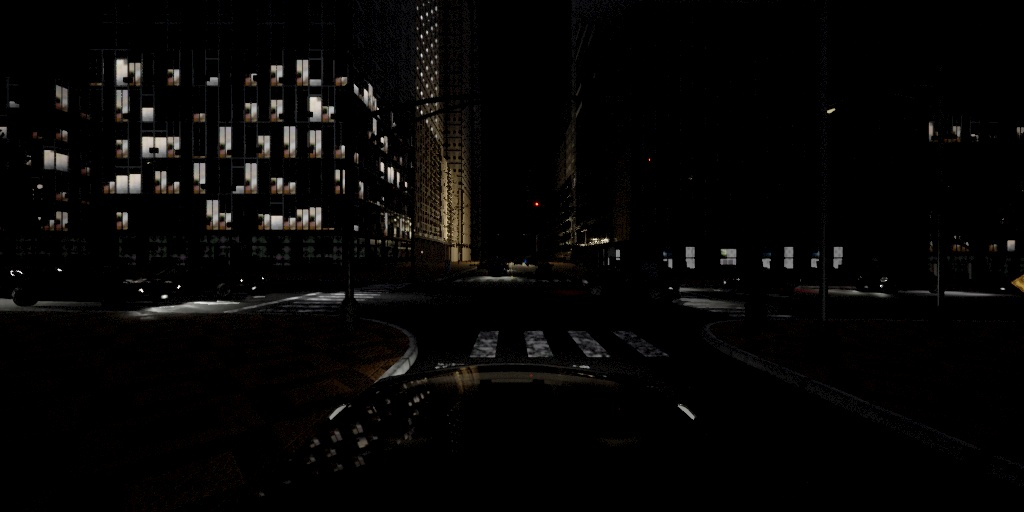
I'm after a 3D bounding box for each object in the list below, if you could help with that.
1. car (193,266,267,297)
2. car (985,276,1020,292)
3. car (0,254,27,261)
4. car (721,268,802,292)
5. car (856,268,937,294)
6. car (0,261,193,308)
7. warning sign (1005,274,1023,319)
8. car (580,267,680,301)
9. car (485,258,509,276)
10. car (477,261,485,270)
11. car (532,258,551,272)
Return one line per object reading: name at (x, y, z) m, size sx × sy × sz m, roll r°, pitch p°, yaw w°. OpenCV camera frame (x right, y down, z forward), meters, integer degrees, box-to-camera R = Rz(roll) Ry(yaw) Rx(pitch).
car at (-14.011, 1.118, 16.315) m, size 4.718 × 1.301 × 1.895 m, roll 1°, pitch 0°, yaw -3°
car at (36.761, 2.035, 25.336) m, size 4.718 × 1.301 × 1.895 m, roll 1°, pitch 0°, yaw -2°
car at (-22.916, 0.706, 15.911) m, size 4.553 × 1.767 × 2.097 m, roll 1°, pitch 0°, yaw -3°
car at (16.900, 1.569, 24.437) m, size 4.902 × 1.511 × 2.128 m, roll 1°, pitch 0°, yaw -3°
car at (26.746, 1.606, 24.885) m, size 4.553 × 1.767 × 2.097 m, roll 1°, pitch 0°, yaw -3°
car at (-15.290, 1.042, 13.035) m, size 5.357 × 1.411 × 2.033 m, roll 1°, pitch 0°, yaw 0°
warning sign at (17.281, 1.204, 11.741) m, size 1.060 × 1.860 × 1.300 m, roll 0°, pitch 0°, yaw -3°
car at (5.991, 1.380, 18.540) m, size 4.892 × 1.490 × 1.837 m, roll 2°, pitch 2°, yaw 29°
car at (-1.475, 1.245, 37.144) m, size 1.882 × 1.535 × 5.008 m, roll 0°, pitch 1°, yaw 0°
car at (-3.994, 1.343, 51.050) m, size 1.802 × 1.307 × 4.207 m, roll 0°, pitch 0°, yaw 0°
car at (3.955, 1.329, 45.552) m, size 1.948 × 1.339 × 4.313 m, roll 0°, pitch 0°, yaw 0°
